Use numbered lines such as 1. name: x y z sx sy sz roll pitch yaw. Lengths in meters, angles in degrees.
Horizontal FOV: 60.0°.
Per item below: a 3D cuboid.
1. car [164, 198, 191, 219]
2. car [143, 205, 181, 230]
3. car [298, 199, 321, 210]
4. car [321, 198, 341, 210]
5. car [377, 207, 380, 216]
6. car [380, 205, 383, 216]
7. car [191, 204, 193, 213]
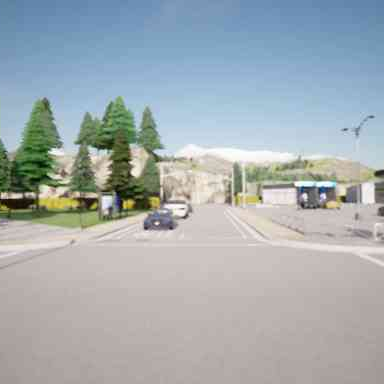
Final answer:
1. car: -1.564 1.655 34.233 2.150 2.045 5.566 0 -1 3
2. car: -2.158 1.872 23.528 1.994 1.385 4.181 -1 -1 4
3. car: 17.117 1.808 49.571 2.007 1.523 4.514 -1 -1 4
4. car: 20.250 1.772 49.419 2.152 1.636 5.027 -1 -1 4
5. car: 18.881 1.611 30.803 1.970 1.475 3.806 -1 -1 4
6. car: 15.421 1.541 23.594 1.845 1.501 3.633 -1 -1 4
7. car: -0.920 2.126 45.288 1.994 1.385 4.181 -1 -1 3
